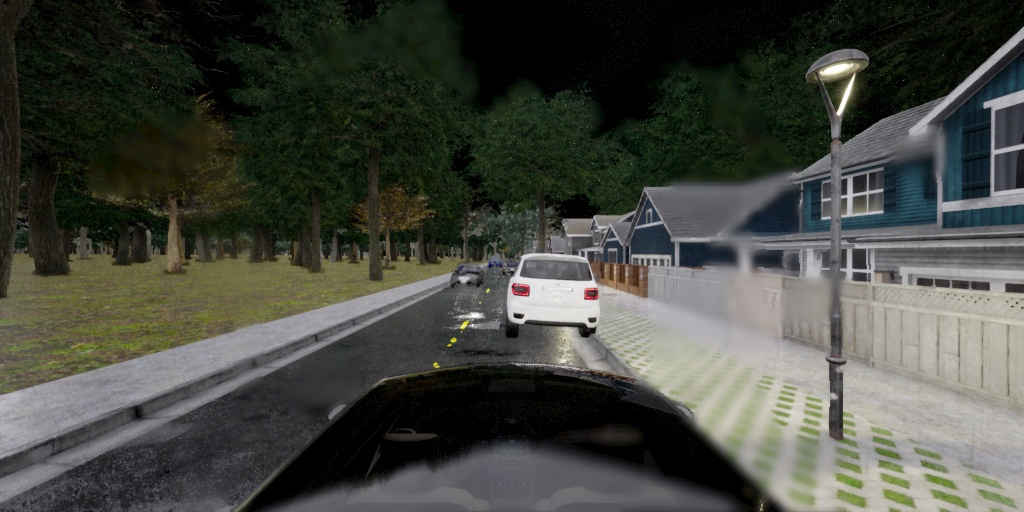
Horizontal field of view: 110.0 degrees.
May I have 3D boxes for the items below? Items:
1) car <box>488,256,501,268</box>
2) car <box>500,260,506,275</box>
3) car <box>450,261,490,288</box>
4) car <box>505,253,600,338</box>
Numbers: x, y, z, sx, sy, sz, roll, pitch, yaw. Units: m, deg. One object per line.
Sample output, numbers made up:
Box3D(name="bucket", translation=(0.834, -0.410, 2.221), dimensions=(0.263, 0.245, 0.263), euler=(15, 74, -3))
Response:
Box3D(name="car", translation=(-2.780, 0.995, 60.079), dimensions=(2.150, 2.045, 5.566), euler=(0, 0, 0))
Box3D(name="car", translation=(0.014, 1.340, 38.462), dimensions=(1.994, 1.385, 4.181), euler=(0, 0, 1))
Box3D(name="car", translation=(-2.859, 1.256, 23.722), dimensions=(2.128, 1.511, 4.902), euler=(0, 0, 0))
Box3D(name="car", translation=(0.962, 1.011, 10.362), dimensions=(2.150, 2.045, 5.566), euler=(3, -1, 0))
